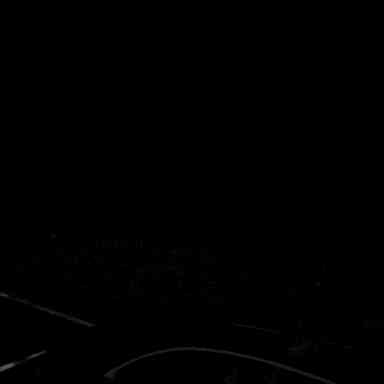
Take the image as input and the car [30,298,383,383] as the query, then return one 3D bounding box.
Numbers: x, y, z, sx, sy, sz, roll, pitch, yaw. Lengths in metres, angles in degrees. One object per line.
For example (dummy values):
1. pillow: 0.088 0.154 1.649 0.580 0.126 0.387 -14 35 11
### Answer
1. car: 0.501 1.560 2.500 4.403 1.369 2.008 -1 -1 36
